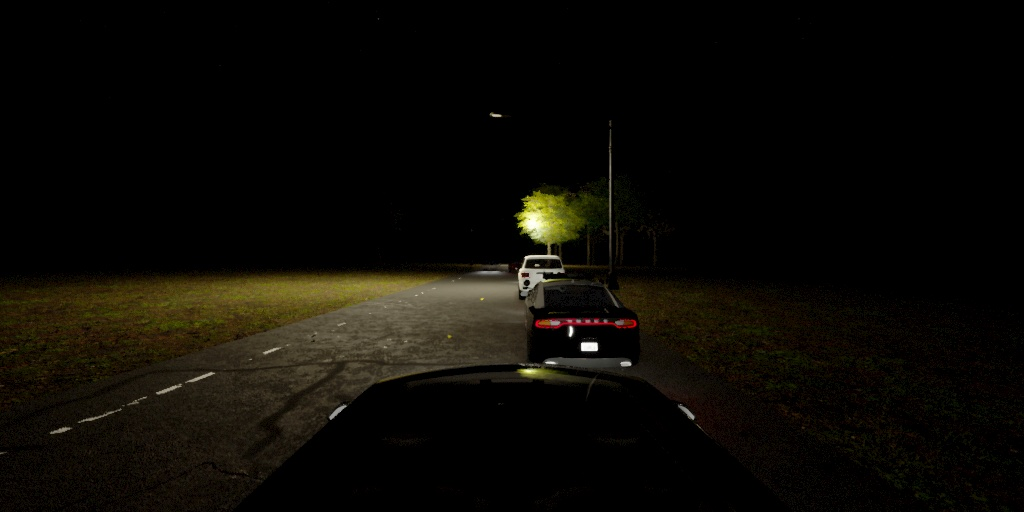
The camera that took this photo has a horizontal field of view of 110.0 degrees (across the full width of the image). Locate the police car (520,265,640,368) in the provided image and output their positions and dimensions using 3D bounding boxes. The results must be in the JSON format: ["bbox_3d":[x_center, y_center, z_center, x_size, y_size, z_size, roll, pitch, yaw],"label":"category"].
[{"bbox_3d":[1.228,1.175,8.015,1.930,1.638,5.238,0,0,1],"label":"police car"}]

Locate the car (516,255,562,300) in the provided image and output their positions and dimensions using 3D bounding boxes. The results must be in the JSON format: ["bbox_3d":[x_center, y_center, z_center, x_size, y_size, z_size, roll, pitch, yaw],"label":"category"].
[{"bbox_3d":[1.409,0.988,17.960,2.150,2.045,5.566,0,0,1],"label":"car"}]

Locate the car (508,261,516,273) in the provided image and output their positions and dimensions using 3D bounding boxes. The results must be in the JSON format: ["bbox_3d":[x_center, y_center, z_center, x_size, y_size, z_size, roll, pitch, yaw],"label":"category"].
[{"bbox_3d":[0.532,1.342,45.782,1.812,1.442,4.674,0,0,0],"label":"car"}]

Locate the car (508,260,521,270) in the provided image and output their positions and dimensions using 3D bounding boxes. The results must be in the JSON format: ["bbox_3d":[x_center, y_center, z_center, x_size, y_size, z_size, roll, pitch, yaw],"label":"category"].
[{"bbox_3d":[0.419,1.402,57.054,1.994,1.385,4.181,0,-1,-1],"label":"car"}]

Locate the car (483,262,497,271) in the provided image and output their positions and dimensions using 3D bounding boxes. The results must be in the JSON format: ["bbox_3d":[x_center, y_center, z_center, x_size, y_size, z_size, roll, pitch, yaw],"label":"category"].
[{"bbox_3d":[-3.056,1.431,50.436,1.895,1.301,4.718,0,0,-1],"label":"car"}]
